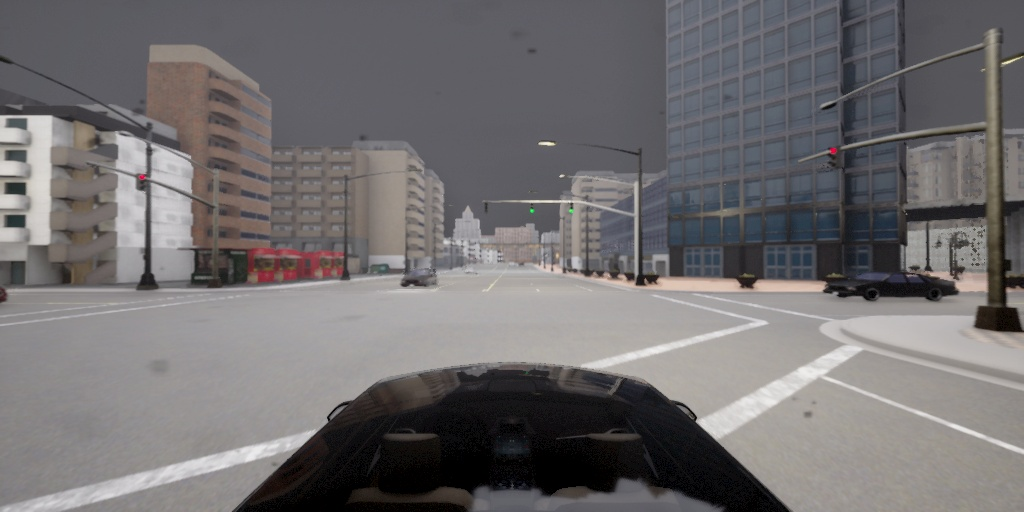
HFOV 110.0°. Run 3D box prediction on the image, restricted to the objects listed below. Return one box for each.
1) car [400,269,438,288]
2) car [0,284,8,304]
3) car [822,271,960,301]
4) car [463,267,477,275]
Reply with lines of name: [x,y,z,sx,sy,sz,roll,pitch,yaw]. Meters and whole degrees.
car: [-7.029,1.716,27.795,2.033,1.411,5.357,0,-1,0]
car: [-23.980,1.270,14.713,4.553,1.767,2.097,0,-1,1]
car: [19.002,1.487,18.106,5.357,1.411,2.033,0,-1,1]
car: [-7.031,2.522,60.459,1.812,1.442,4.674,0,0,0]
